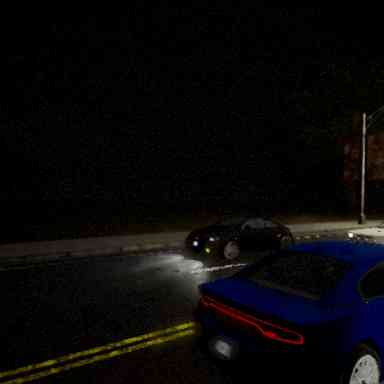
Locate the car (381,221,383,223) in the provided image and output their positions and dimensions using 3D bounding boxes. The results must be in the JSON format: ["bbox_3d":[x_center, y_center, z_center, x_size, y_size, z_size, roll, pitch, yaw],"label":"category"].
[{"bbox_3d":[7.885,1.616,12.271,4.718,1.301,1.895,0,0,-29],"label":"car"}]

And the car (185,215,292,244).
[{"bbox_3d":[1.828,1.585,12.433,4.181,1.385,1.994,0,0,-31],"label":"car"}]

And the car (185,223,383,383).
[{"bbox_3d":[2.383,1.483,4.875,5.008,1.535,1.882,0,0,-34],"label":"car"}]
